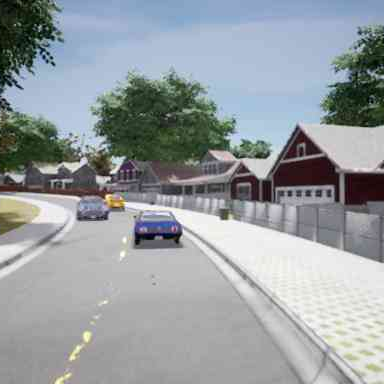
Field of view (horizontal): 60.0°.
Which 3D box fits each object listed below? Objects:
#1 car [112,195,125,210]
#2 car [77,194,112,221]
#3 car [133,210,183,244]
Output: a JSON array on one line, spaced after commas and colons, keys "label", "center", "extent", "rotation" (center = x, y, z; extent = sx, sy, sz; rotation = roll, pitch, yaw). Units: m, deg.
[{"label": "car", "center": [-8.404, 1.037, 34.677], "extent": [1.882, 1.535, 5.008], "rotation": [0, 1, -25]}, {"label": "car", "center": [-7.302, 1.071, 24.345], "extent": [2.097, 1.767, 4.553], "rotation": [0, 1, -19]}, {"label": "car", "center": [-1.693, 1.451, 14.990], "extent": [1.895, 1.301, 4.718], "rotation": [0, 1, -11]}]
